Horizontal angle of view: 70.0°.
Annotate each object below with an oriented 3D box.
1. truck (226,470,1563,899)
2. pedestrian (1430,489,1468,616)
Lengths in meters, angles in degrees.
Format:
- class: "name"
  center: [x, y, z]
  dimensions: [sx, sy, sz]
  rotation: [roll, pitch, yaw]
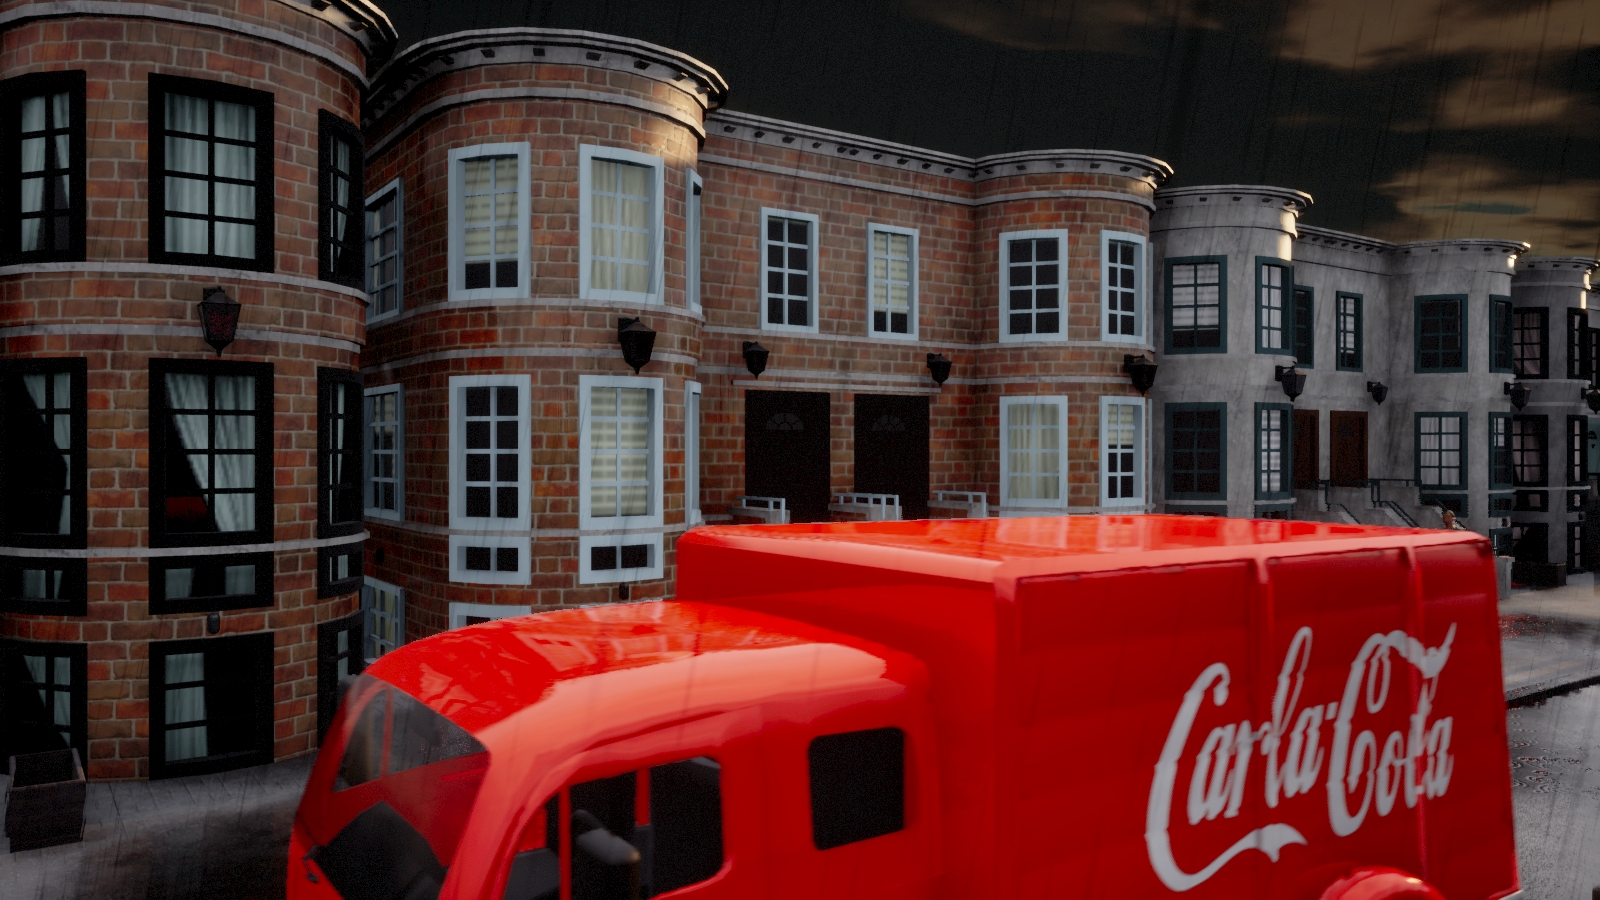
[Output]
- class: "truck"
  center: [0.653, 1.351, 4.872]
  dimensions: [5.204, 2.467, 2.627]
  rotation: [0, 0, -35]
- class: "pedestrian"
  center: [9.706, 1.519, 17.084]
  dimensions: [0.375, 1.860, 0.375]
  rotation: [0, 0, -38]
